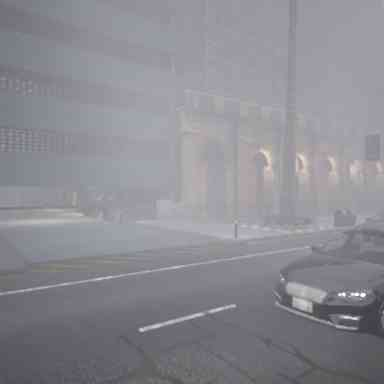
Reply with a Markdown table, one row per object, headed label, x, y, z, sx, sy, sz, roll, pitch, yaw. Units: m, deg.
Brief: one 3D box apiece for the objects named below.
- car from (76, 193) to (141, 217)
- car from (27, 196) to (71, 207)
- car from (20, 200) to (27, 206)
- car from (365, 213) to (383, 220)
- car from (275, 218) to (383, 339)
| label | x | y | z | sx | sy | sz | roll | pitch | yaw |
| --- | --- | --- | --- | --- | --- | --- | --- | --- | --- |
| car | -7.186 | 1.069 | 29.257 | 5.566 | 2.045 | 2.435 | 0 | 0 | -36 |
| car | -18.617 | 1.501 | 43.826 | 4.718 | 1.301 | 1.895 | 0 | 0 | -36 |
| car | -25.021 | 1.453 | 53.508 | 4.786 | 1.482 | 2.161 | 0 | 0 | -36 |
| car | 8.806 | 1.620 | 14.618 | 4.181 | 1.385 | 1.994 | 0 | 0 | -36 |
| car | 3.727 | 1.516 | 6.668 | 4.902 | 1.511 | 2.128 | 0 | 0 | -36 |
